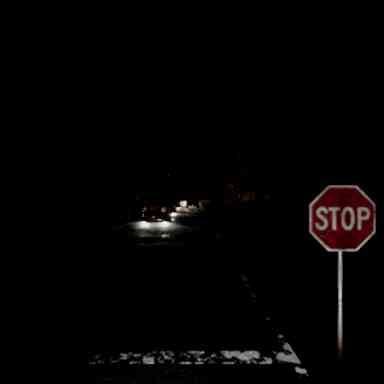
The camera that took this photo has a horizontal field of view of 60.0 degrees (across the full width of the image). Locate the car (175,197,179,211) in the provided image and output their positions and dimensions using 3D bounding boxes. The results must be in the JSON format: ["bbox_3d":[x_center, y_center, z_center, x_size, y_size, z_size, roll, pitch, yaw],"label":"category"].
[{"bbox_3d":[-2.870,1.587,39.226,1.837,1.490,4.892,0,0,0],"label":"car"}]

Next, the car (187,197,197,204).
[{"bbox_3d":[0.010,1.718,71.331,1.994,1.385,4.181,0,0,0],"label":"car"}]

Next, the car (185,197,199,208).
[{"bbox_3d":[0.066,1.615,51.595,1.837,1.490,4.892,0,0,0],"label":"car"}]

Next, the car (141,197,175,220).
[{"bbox_3d":[-2.955,1.410,28.300,2.097,1.767,4.553,0,0,2],"label":"car"}]
